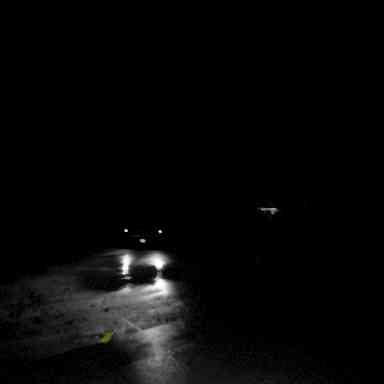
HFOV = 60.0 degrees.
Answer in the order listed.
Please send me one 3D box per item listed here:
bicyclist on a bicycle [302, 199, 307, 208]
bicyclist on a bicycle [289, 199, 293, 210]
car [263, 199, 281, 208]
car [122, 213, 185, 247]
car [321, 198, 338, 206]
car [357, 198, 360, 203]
[{"bbox_3d":[19.433,1.999,57.539,0.866,1.612,1.509,3,1,35],"label":"bicyclist on a bicycle"},{"bbox_3d":[15.200,1.947,50.962,0.582,1.620,1.656,2,0,30],"label":"bicyclist on a bicycle"},{"bbox_3d":[13.365,1.886,55.348,1.837,1.490,4.892,2,1,33],"label":"car"},{"bbox_3d":[-1.652,1.690,15.692,1.895,1.301,4.718,1,0,10],"label":"car"},{"bbox_3d":[29.243,2.123,70.720,5.008,1.535,1.882,0,2,-44],"label":"car"},{"bbox_3d":[39.673,2.105,80.429,4.892,1.490,1.837,1,3,-37],"label":"car"}]
